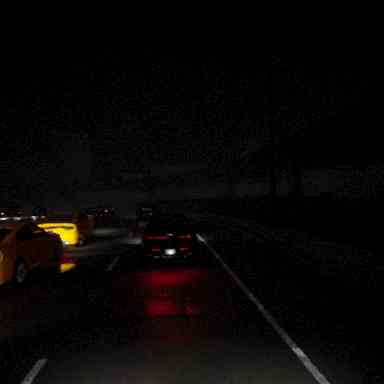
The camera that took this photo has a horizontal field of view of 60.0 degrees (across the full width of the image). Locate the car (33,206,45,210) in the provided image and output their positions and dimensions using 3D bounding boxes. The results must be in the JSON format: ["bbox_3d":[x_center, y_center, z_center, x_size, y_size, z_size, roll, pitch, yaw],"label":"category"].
[{"bbox_3d":[-22.358,2.831,48.944,1.812,1.442,4.674,0,-3,-27],"label":"car"}]

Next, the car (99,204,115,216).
[{"bbox_3d":[-10.143,2.139,38.620,1.994,1.385,4.181,-1,-2,-20],"label":"car"}]

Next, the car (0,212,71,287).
[{"bbox_3d":[-5.275,1.600,9.597,1.882,1.535,5.008,-1,0,-5],"label":"car"}]

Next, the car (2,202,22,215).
[{"bbox_3d":[-24.401,2.423,45.225,2.150,2.045,5.566,0,-3,-26],"label":"car"}]

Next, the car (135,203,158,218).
[{"bbox_3d":[-4.093,1.747,30.636,2.128,1.511,4.902,-1,-1,-14],"label":"car"}]

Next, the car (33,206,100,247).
[{"bbox_3d":[-5.841,1.627,15.596,1.882,1.535,5.008,-1,0,-7],"label":"car"}]

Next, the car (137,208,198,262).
[{"bbox_3d":[-0.894,1.553,12.382,1.837,1.490,4.892,-1,0,-6],"label":"car"}]

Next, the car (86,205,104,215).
[{"bbox_3d":[-14.400,2.681,49.175,1.895,1.301,4.718,-1,-3,-26],"label":"car"}]
